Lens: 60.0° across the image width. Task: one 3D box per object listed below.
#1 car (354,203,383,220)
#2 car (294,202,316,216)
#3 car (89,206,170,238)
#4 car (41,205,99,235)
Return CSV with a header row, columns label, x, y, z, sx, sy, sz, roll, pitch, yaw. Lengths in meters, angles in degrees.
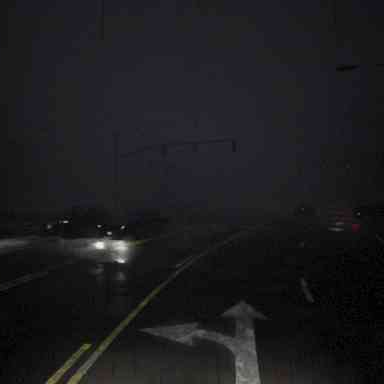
label,x,y,z,sx,sy,sz,roll,pitch,yaw
car,17.486,1.784,31.121,4.892,1.490,1.837,1,-3,-20
car,12.553,1.822,36.940,1.994,1.385,4.181,0,0,25
car,-3.025,1.619,18.493,2.033,1.411,5.357,0,0,21
car,-6.444,1.541,19.324,2.128,1.511,4.902,0,0,21
